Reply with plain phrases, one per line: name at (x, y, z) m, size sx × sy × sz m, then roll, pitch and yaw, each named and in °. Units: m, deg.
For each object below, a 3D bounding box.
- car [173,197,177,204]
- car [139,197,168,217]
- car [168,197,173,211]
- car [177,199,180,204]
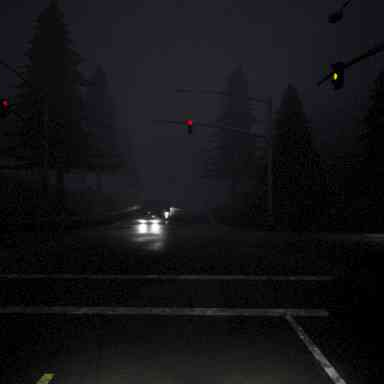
car at (-3.955, 1.491, 50.385) m, size 2.128 × 1.511 × 4.902 m, roll 0°, pitch 0°, yaw -7°
car at (-3.664, 1.491, 30.732) m, size 2.128 × 1.511 × 4.902 m, roll 0°, pitch 0°, yaw 0°
car at (-3.663, 1.478, 40.235) m, size 1.882 × 1.535 × 5.008 m, roll 0°, pitch 0°, yaw 0°
car at (-4.122, 1.564, 61.576) m, size 1.994 × 1.385 × 4.181 m, roll 0°, pitch 0°, yaw -39°
